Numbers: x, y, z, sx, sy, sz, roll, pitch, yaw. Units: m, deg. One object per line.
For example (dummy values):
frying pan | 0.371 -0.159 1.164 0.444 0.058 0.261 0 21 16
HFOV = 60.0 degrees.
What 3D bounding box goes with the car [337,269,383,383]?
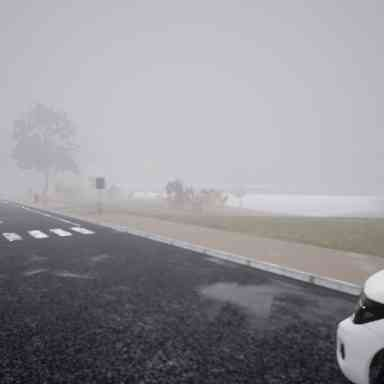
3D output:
car | 3.698 1.148 1.683 2.150 2.045 5.566 -1 2 -35
